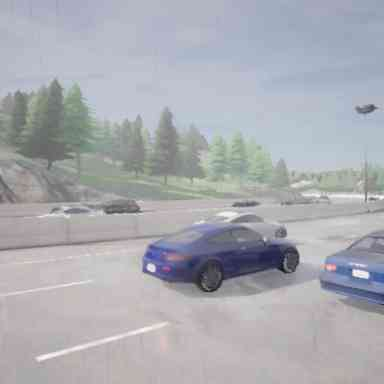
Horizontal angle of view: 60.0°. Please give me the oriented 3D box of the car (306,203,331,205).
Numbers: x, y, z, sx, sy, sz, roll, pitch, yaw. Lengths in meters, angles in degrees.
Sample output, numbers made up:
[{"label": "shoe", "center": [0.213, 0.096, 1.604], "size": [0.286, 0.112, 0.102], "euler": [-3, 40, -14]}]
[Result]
[{"label": "car", "center": [15.810, 1.651, 41.230], "size": [1.895, 1.301, 4.718], "euler": [0, 0, 44]}]

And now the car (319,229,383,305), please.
[{"label": "car", "center": [5.084, 1.552, 7.663], "size": [5.357, 1.411, 2.033], "euler": [0, 0, -38]}]

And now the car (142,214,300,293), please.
[{"label": "car", "center": [0.920, 1.544, 8.912], "size": [4.674, 1.442, 1.812], "euler": [0, 0, -37]}]

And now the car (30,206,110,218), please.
[{"label": "car", "center": [-7.546, 1.593, 20.267], "size": [4.674, 1.442, 1.812], "euler": [0, 0, -38]}]

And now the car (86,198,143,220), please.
[{"label": "car", "center": [-6.868, 1.438, 29.749], "size": [4.553, 1.767, 2.097], "euler": [0, 0, -40]}]

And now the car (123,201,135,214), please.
[{"label": "car", "center": [-6.579, 1.580, 25.465], "size": [4.892, 1.490, 1.837], "euler": [0, 0, -39]}]

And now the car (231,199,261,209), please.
[{"label": "car", "center": [7.918, 1.687, 48.093], "size": [1.895, 1.301, 4.718], "euler": [0, 0, 45]}]

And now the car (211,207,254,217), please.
[{"label": "car", "center": [2.109, 1.553, 14.260], "size": [4.674, 1.442, 1.812], "euler": [0, 0, -38]}]

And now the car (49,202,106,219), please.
[{"label": "car", "center": [-10.639, 1.700, 31.172], "size": [4.718, 1.301, 1.895], "euler": [0, 0, -39]}]
